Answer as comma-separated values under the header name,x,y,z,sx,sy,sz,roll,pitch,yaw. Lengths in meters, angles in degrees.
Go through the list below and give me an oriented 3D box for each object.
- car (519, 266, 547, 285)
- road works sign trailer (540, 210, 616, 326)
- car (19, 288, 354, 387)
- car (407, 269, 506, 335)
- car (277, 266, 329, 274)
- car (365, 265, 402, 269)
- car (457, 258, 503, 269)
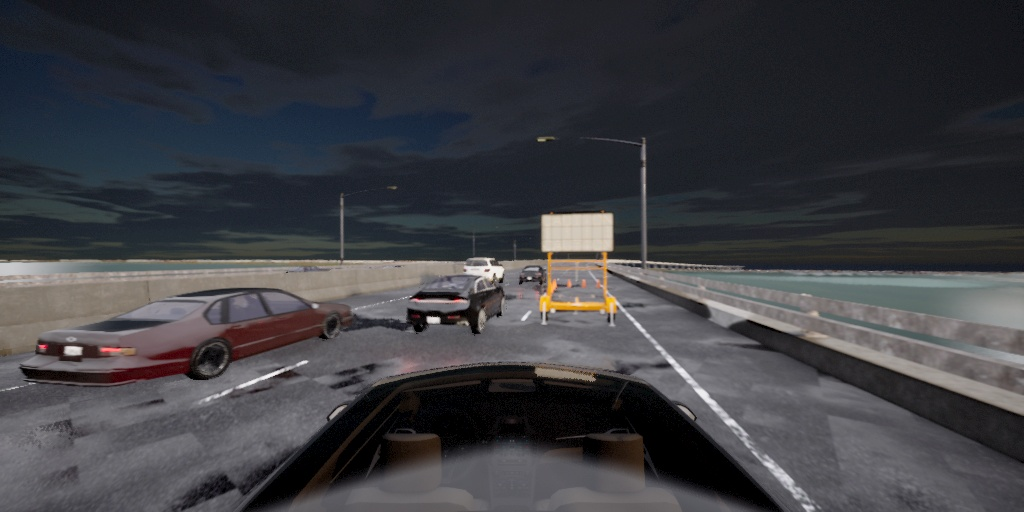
name,x,y,z,sx,sy,sz,roll,pitch,yaw
car,1.718,1.490,28.718,1.812,1.442,4.674,0,0,10
road works sign trailer,2.197,0.290,12.069,2.380,3.560,2.880,0,0,10
car,-5.615,1.369,7.413,2.033,1.411,5.357,0,0,10
car,-1.448,1.324,10.932,2.128,1.511,4.902,0,0,10
car,-19.092,1.639,32.786,2.033,1.411,5.357,0,0,10
car,-11.724,1.595,34.157,1.812,1.442,4.674,0,0,10
car,-2.070,1.192,27.455,2.150,2.045,5.566,0,0,10
